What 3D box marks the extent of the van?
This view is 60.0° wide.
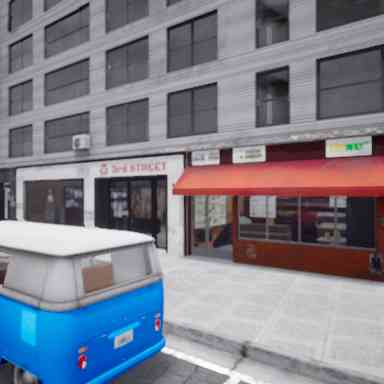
[{"bbox_3d":[-2.243,1.362,4.679,3.998,1.788,1.690,0,0,36],"label":"van"}]
